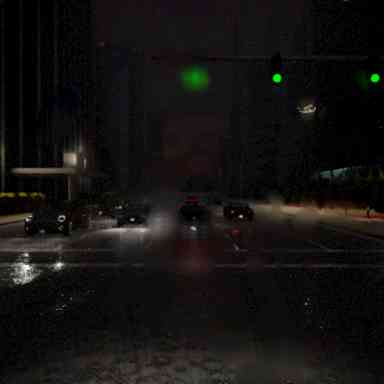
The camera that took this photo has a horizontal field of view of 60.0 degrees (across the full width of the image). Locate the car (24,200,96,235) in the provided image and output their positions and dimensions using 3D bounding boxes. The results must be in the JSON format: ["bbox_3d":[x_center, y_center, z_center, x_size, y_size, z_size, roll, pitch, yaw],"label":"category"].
[{"bbox_3d":[-7.093,1.276,18.010,2.097,1.767,4.553,0,0,0],"label":"car"}]

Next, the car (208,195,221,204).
[{"bbox_3d":[3.525,1.260,52.230,1.882,1.535,5.008,0,0,1],"label":"car"}]

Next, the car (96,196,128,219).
[{"bbox_3d":[-7.077,1.387,28.164,1.837,1.490,4.892,0,0,0],"label":"car"}]

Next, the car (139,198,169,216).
[{"bbox_3d":[-3.559,1.470,31.286,1.895,1.301,4.718,0,0,0],"label":"car"}]

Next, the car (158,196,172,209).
[{"bbox_3d":[-3.510,1.305,41.407,1.882,1.535,5.008,0,0,0],"label":"car"}]

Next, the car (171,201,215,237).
[{"bbox_3d":[0.096,1.431,17.527,1.837,1.490,4.892,0,0,0],"label":"car"}]

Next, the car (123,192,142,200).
[{"bbox_3d":[-7.009,1.060,38.570,2.150,2.045,5.566,0,0,0],"label":"car"}]

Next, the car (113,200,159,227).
[{"bbox_3d":[-3.585,1.472,21.997,1.994,1.385,4.181,0,0,0],"label":"car"}]

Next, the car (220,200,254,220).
[{"bbox_3d":[3.592,1.490,26.638,1.895,1.301,4.718,0,0,0],"label":"car"}]

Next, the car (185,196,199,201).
[{"bbox_3d":[-0.011,1.304,48.090,1.837,1.490,4.892,0,0,0],"label":"car"}]

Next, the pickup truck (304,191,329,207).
[{"bbox_3d":[16.611,0.876,43.922,2.390,2.098,6.274,0,0,30],"label":"pickup truck"}]
